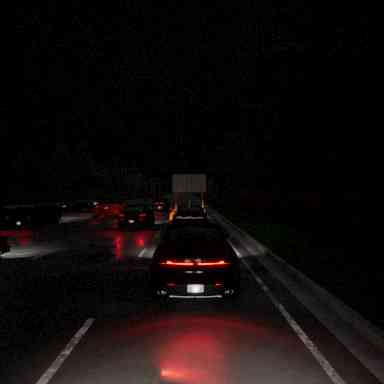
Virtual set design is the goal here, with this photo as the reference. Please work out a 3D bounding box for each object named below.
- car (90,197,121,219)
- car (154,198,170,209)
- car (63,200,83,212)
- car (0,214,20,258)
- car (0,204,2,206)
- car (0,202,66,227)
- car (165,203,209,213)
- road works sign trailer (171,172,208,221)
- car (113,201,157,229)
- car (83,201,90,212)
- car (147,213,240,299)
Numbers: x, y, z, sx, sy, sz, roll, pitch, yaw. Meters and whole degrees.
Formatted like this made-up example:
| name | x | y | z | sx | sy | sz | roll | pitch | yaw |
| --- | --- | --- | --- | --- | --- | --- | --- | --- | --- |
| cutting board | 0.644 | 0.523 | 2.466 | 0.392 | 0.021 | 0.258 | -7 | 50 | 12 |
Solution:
| name | x | y | z | sx | sy | sz | roll | pitch | yaw |
| --- | --- | --- | --- | --- | --- | --- | --- | --- | --- |
| car | -7.134 | 1.351 | 29.654 | 2.097 | 1.767 | 4.553 | 0 | 0 | -1 |
| car | -3.726 | 1.503 | 40.322 | 1.837 | 1.490 | 4.892 | 0 | 0 | -1 |
| car | -14.220 | 1.564 | 39.055 | 1.994 | 1.385 | 4.181 | 0 | 0 | 0 |
| car | -6.943 | 1.547 | 8.629 | 2.033 | 1.411 | 5.357 | 0 | 0 | -1 |
| car | -14.063 | 1.547 | 23.325 | 2.033 | 1.411 | 5.357 | 0 | 0 | -1 |
| car | -10.569 | 1.601 | 22.508 | 1.895 | 1.301 | 4.718 | 0 | 0 | -1 |
| car | -0.066 | 1.488 | 18.842 | 2.128 | 1.511 | 4.902 | 0 | 0 | 1 |
| road works sign trailer | -0.186 | 0.464 | 22.712 | 2.380 | 3.560 | 2.880 | 0 | 0 | -3 |
| car | -3.561 | 1.526 | 21.704 | 1.812 | 1.442 | 4.674 | 0 | 0 | -1 |
| car | -10.715 | 1.354 | 38.942 | 2.097 | 1.767 | 4.553 | 0 | 0 | 0 |
| car | 0.047 | 1.505 | 8.453 | 1.837 | 1.490 | 4.892 | 0 | 0 | 0 |
